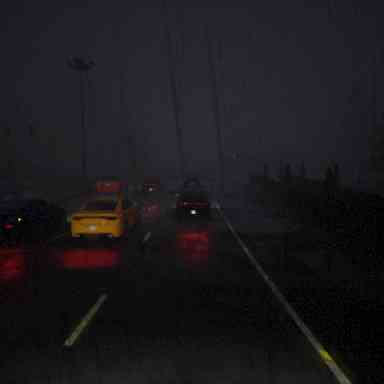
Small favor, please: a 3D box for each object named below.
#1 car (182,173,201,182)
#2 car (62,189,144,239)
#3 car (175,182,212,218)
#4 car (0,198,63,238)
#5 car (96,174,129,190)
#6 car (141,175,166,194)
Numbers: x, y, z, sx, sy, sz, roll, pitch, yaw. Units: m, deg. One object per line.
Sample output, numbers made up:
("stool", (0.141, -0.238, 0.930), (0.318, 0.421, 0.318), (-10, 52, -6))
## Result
("car", (-0.008, -1.262, 34.851), (1.812, 1.442, 4.674), (0, 7, 0))
("car", (-3.408, 0.907, 13.886), (1.882, 1.535, 5.008), (0, 4, 0))
("car", (0.070, 0.526, 18.942), (1.837, 1.490, 4.892), (0, 6, 0))
("car", (-6.909, 0.954, 13.910), (1.812, 1.442, 4.674), (0, 4, 0))
("car", (-6.980, -0.813, 29.599), (2.097, 1.767, 4.553), (0, 7, 0))
("car", (-3.483, -0.753, 30.409), (1.837, 1.490, 4.892), (0, 7, 0))
